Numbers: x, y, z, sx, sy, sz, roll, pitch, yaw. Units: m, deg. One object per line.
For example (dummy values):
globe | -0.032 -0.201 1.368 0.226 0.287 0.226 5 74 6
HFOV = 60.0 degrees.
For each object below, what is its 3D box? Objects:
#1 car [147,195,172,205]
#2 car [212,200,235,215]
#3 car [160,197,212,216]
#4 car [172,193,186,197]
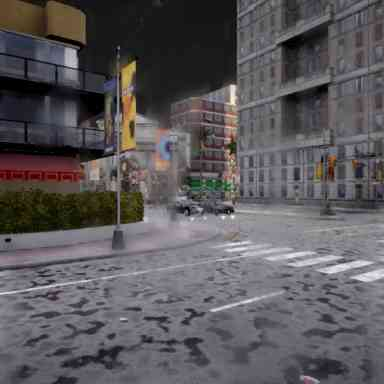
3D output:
car | -6.270 1.505 59.585 1.837 1.490 4.892 0 0 -44
car | 2.028 1.547 34.440 2.033 1.411 5.357 0 0 -35
car | -0.657 1.491 32.176 2.128 1.511 4.902 0 0 -35
car | -2.557 1.221 62.268 2.150 2.045 5.566 0 0 -15
